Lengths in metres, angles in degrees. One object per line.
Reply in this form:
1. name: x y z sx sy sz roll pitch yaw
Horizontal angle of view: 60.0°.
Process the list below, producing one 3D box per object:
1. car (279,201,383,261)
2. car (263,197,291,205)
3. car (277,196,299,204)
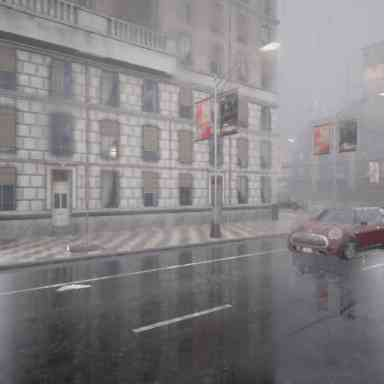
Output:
1. car: 5.653 1.352 12.457 4.553 1.767 2.097 0 0 -36
2. car: 14.931 1.601 58.480 1.895 1.301 4.718 0 0 -37
3. car: 12.435 1.352 42.203 2.097 1.767 4.553 0 0 -36
